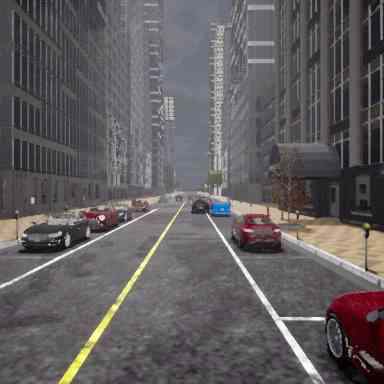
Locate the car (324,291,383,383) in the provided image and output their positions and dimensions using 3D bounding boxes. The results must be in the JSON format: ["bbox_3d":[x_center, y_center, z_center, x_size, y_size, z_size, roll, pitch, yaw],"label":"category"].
[{"bbox_3d":[2.689,1.580,3.003,1.802,1.307,4.206,0,0,0],"label":"car"}]

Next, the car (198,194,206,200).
[{"bbox_3d":[2.692,1.288,88.391,1.967,1.590,4.097,0,0,0],"label":"car"}]

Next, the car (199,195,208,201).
[{"bbox_3d":[2.691,1.434,77.007,2.008,1.369,4.403,0,0,0],"label":"car"}]

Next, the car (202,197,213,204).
[{"bbox_3d":[2.691,1.503,59.929,1.802,1.307,4.206,0,0,0],"label":"car"}]

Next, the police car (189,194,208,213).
[{"bbox_3d":[0.900,1.383,36.596,1.930,1.638,5.238,0,0,0],"label":"police car"}]

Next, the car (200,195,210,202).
[{"bbox_3d":[2.691,1.448,71.314,2.008,1.369,4.403,0,0,0],"label":"car"}]

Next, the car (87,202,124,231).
[{"bbox_3d":[-5.691,1.423,20.086,1.967,1.590,4.097,0,0,0],"label":"car"}]

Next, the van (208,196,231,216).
[{"bbox_3d":[2.690,1.306,31.467,1.690,1.788,3.998,0,0,0],"label":"van"}]

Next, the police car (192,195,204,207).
[{"bbox_3d":[0.900,1.359,52.596,1.930,1.638,5.238,0,0,0],"label":"police car"}]

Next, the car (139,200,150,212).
[{"bbox_3d":[-5.691,1.538,37.162,1.802,1.307,4.206,0,0,0],"label":"car"}]

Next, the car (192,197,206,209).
[{"bbox_3d":[0.899,1.453,46.486,1.837,1.490,4.892,0,0,0],"label":"car"}]

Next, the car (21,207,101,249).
[{"bbox_3d":[-5.691,1.541,14.393,2.008,1.369,4.403,0,0,0],"label":"car"}]

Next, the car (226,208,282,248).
[{"bbox_3d":[2.690,1.572,14.391,1.802,1.307,4.206,0,0,0],"label":"car"}]

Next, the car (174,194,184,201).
[{"bbox_3d":[-3.000,1.348,76.635,1.837,1.490,4.892,0,0,0],"label":"car"}]

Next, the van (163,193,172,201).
[{"bbox_3d":[-5.689,1.224,77.010,1.690,1.788,3.998,0,0,0],"label":"van"}]

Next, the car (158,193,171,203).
[{"bbox_3d":[-5.690,1.461,65.625,2.008,1.369,4.403,0,0,0],"label":"car"}]

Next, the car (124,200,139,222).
[{"bbox_3d":[-5.691,1.525,25.778,2.008,1.369,4.403,0,0,0],"label":"car"}]

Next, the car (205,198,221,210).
[{"bbox_3d":[2.690,1.529,42.852,1.802,1.307,4.206,0,0,0],"label":"car"}]

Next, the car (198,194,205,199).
[{"bbox_3d":[2.691,1.271,94.083,1.967,1.590,4.097,0,0,0],"label":"car"}]
